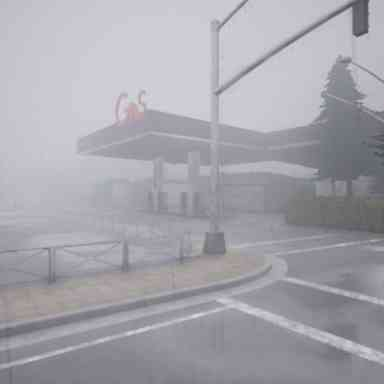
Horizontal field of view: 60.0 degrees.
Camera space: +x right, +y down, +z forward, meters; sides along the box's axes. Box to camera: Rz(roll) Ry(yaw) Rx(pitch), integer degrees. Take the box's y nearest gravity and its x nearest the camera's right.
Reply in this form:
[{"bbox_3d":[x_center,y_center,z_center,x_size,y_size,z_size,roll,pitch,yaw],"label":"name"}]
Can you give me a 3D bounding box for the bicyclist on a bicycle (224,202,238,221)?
[{"bbox_3d":[3.404,1.716,28.729,1.656,1.620,0.582,0,0,-35],"label":"bicyclist on a bicycle"}]
